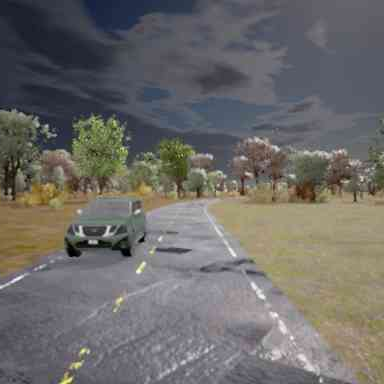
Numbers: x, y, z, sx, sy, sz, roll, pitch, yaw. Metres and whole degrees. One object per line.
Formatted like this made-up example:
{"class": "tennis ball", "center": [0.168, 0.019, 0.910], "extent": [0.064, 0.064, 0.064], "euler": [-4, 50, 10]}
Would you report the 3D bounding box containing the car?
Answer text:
{"class": "car", "center": [-3.103, 1.215, 13.202], "extent": [2.150, 2.045, 5.566], "euler": [0, 0, 0]}
